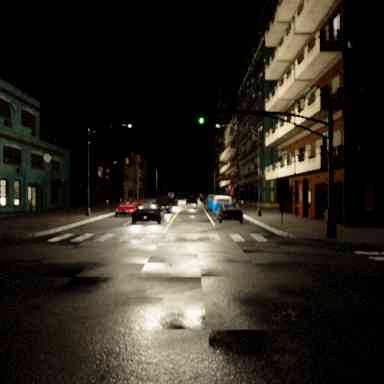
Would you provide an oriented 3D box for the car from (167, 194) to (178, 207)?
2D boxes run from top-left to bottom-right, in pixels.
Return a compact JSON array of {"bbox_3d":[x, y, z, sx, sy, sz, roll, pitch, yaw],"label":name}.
[{"bbox_3d":[-3.098,1.442,47.824,1.994,1.385,4.181,0,0,1],"label":"car"}]

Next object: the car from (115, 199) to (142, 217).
[{"bbox_3d":[-5.696,1.509,29.874,1.802,1.307,4.206,1,0,0],"label":"car"}]

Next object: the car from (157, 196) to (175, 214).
[{"bbox_3d":[-3.107,1.440,34.754,1.812,1.442,4.674,0,0,0],"label":"car"}]

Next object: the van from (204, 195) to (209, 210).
[{"bbox_3d":[2.682,1.238,41.076,1.690,1.788,3.998,1,0,0],"label":"van"}]

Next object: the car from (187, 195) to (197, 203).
[{"bbox_3d":[-0.038,1.350,64.240,1.812,1.442,4.674,0,0,0],"label":"car"}]

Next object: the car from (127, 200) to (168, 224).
[{"bbox_3d":[-3.103,1.507,24.103,1.994,1.385,4.181,0,0,0],"label":"car"}]

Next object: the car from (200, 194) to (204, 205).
[{"bbox_3d":[2.673,1.389,52.407,1.752,1.417,4.829,1,0,0],"label":"car"}]

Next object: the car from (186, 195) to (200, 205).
[{"bbox_3d":[-0.030,1.336,53.817,1.882,1.535,5.008,0,0,0],"label":"car"}]

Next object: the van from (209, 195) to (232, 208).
[{"bbox_3d":[2.687,1.268,29.913,1.690,1.788,3.998,1,0,0],"label":"van"}]

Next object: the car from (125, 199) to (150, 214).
[{"bbox_3d":[-5.699,1.457,35.455,1.887,1.381,4.507,1,0,0],"label":"car"}]

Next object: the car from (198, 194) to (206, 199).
[{"bbox_3d":[2.652,1.275,91.303,2.008,1.369,4.403,1,0,0],"label":"car"}]

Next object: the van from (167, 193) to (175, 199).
[{"bbox_3d":[-5.725,1.066,91.256,1.690,1.788,3.998,1,0,0],"label":"van"}]

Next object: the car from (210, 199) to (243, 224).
[{"bbox_3d":[2.688,1.493,24.335,2.008,1.369,4.403,1,0,0],"label":"car"}]

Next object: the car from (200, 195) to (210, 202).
[{"bbox_3d":[2.663,1.374,68.980,1.947,1.339,4.313,1,0,0],"label":"car"}]

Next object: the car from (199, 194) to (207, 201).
[{"bbox_3d":[2.658,1.311,80.142,1.887,1.381,4.507,1,0,0],"label":"car"}]
